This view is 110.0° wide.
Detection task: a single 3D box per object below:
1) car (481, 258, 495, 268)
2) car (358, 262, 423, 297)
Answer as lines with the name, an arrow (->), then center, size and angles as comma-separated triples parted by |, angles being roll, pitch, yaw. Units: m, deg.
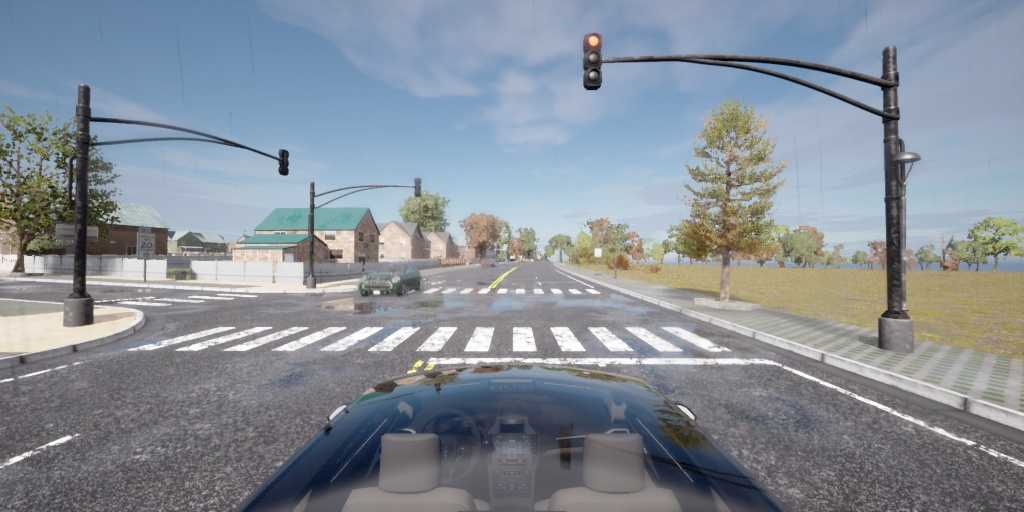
car -> -4.215, 1.171, 63.603 | 2.097, 1.767, 4.553 | 0, 0, 4
car -> -6.277, 1.112, 18.988 | 2.097, 1.767, 4.553 | 0, 0, 1
